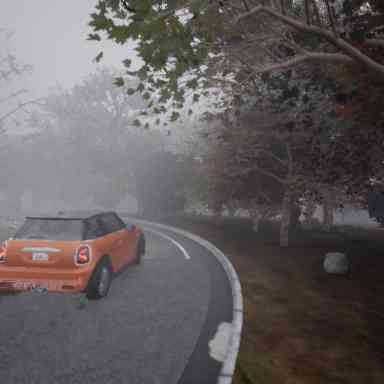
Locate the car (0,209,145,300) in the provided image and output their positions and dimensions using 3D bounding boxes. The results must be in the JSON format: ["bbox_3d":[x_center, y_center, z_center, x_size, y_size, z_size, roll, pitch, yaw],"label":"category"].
[{"bbox_3d":[-2.613,1.202,8.288,2.097,1.767,4.553,1,1,5],"label":"car"}]
